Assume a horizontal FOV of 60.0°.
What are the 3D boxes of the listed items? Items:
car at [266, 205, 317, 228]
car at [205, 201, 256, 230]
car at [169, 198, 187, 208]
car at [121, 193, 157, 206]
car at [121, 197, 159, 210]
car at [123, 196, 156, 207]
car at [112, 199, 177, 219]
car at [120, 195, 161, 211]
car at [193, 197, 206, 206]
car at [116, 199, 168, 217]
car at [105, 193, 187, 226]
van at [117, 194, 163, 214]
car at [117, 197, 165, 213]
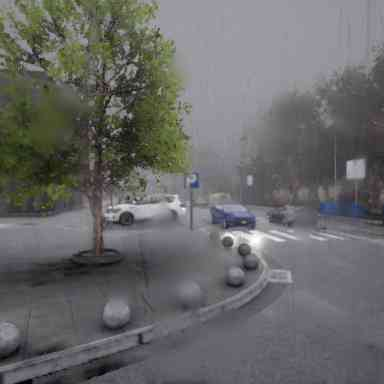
[{"bbox_3d":[6.557,1.527,22.257,1.994,1.385,4.181,0,0,-9],"label":"car"},{"bbox_3d":[2.498,1.449,21.320,1.882,1.535,5.008,0,0,-10],"label":"car"},{"bbox_3d":[-2.010,1.521,47.250,1.994,1.385,4.181,0,0,-9],"label":"car"},{"bbox_3d":[-8.937,1.202,56.254,5.566,2.045,2.435,-1,0,-30],"label":"car"},{"bbox_3d":[-6.919,1.493,44.401,4.674,1.452,2.002,-1,0,-30],"label":"car"},{"bbox_3d":[-8.426,1.482,53.298,4.792,1.488,2.163,-1,0,-30],"label":"car"},{"bbox_3d":[-4.179,1.455,29.698,5.366,1.575,1.946,-1,0,-30],"label":"car"},{"bbox_3d":[-6.439,1.329,41.431,4.553,1.767,2.185,-1,0,-30],"label":"car"},{"bbox_3d":[1.138,1.513,53.266,1.994,1.385,4.181,0,0,-10],"label":"car"},{"bbox_3d":[-4.865,1.499,32.564,4.674,1.452,2.002,-1,0,-30],"label":"car"},{"bbox_3d":[-3.316,1.213,23.663,5.566,2.045,2.435,-1,0,-30],"label":"car"},{"bbox_3d":[-5.479,1.233,35.458,4.442,1.987,1.878,-1,0,-30],"label":"van"},{"bbox_3d":[-5.884,1.455,38.479,5.008,1.535,2.097,-1,0,-30],"label":"car"}]
